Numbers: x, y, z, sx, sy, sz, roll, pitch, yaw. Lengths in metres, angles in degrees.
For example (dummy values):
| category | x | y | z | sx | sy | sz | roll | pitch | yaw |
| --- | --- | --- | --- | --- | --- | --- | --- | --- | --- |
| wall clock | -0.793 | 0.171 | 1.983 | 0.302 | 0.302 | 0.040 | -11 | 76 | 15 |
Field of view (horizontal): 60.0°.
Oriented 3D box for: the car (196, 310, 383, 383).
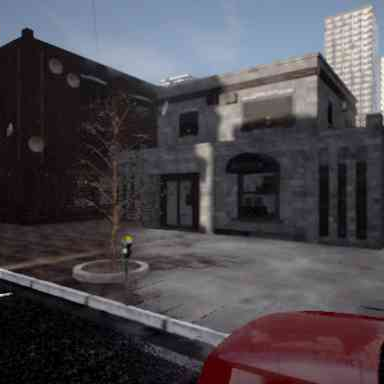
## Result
| category | x | y | z | sx | sy | sz | roll | pitch | yaw |
| --- | --- | --- | --- | --- | --- | --- | --- | --- | --- |
| car | 2.237 | 1.321 | 1.283 | 5.009 | 1.841 | 2.192 | 0 | 0 | 36 |
